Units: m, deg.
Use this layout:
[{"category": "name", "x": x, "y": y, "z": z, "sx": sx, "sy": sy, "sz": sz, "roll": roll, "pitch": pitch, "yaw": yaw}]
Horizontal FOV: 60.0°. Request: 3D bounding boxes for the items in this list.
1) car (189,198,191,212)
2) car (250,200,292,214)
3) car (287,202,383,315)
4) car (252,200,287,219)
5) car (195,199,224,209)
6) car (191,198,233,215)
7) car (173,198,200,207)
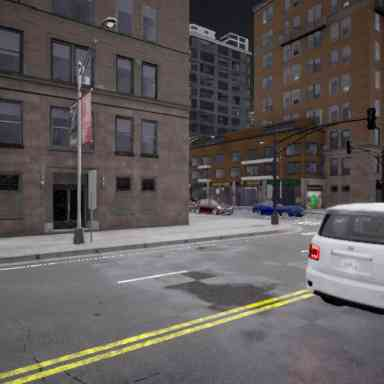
[{"category": "car", "x": -1.045, "y": 1.421, "z": 36.855, "sx": 1.967, "sy": 1.590, "sz": 4.097, "roll": 0, "pitch": 0, "yaw": -35}, {"category": "car", "x": 8.688, "y": 1.580, "z": 36.994, "sx": 1.947, "sy": 1.339, "sz": 4.313, "roll": 0, "pitch": 0, "yaw": -35}, {"category": "car", "x": 4.665, "y": 1.223, "z": 6.780, "sx": 5.566, "sy": 2.045, "sz": 2.150, "roll": 0, "pitch": 0, "yaw": -36}, {"category": "car", "x": 7.514, "y": 1.472, "z": 29.157, "sx": 1.882, "sy": 1.535, "sz": 5.008, "roll": 0, "pitch": 0, "yaw": -35}, {"category": "car", "x": 2.318, "y": 1.594, "z": 45.990, "sx": 1.802, "sy": 1.307, "sz": 4.206, "roll": 0, "pitch": 0, "yaw": -35}, {"category": "car", "x": 2.139, "y": 1.423, "z": 32.357, "sx": 1.967, "sy": 1.590, "sz": 4.097, "roll": 0, "pitch": 0, "yaw": -35}, {"category": "car", "x": -0.866, "y": 1.579, "z": 50.487, "sx": 1.947, "sy": 1.339, "sz": 4.313, "roll": 0, "pitch": 0, "yaw": -35}]
